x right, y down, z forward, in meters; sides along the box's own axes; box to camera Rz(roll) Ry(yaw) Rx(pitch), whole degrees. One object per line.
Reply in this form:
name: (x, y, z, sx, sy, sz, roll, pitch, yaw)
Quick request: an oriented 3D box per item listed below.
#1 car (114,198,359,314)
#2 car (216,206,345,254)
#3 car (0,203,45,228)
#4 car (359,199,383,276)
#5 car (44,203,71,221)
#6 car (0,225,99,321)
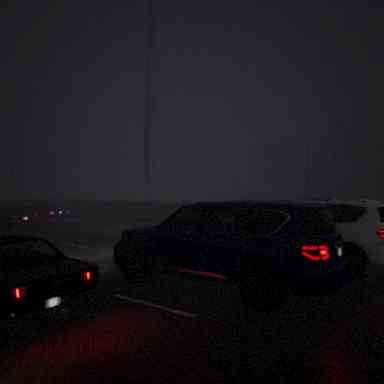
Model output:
car: (0.621, 1.213, 7.849, 5.566, 2.045, 2.150, 0, 0, 35)
car: (3.701, 1.480, 14.248, 4.902, 1.511, 2.128, 0, 0, 35)
car: (-11.424, 1.518, 20.739, 4.181, 1.385, 1.994, 0, 0, 35)
car: (3.292, 1.214, 10.242, 5.566, 2.045, 2.150, 0, 0, 36)
car: (-11.364, 1.496, 24.998, 5.357, 1.411, 2.033, 0, 0, 35)
car: (-4.175, 1.585, 6.968, 4.718, 1.301, 1.895, 0, 0, 35)
